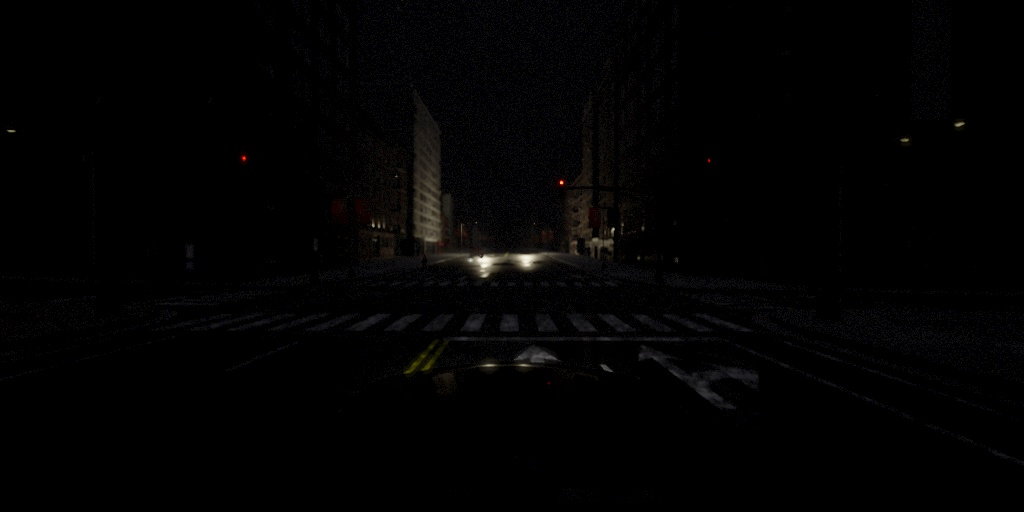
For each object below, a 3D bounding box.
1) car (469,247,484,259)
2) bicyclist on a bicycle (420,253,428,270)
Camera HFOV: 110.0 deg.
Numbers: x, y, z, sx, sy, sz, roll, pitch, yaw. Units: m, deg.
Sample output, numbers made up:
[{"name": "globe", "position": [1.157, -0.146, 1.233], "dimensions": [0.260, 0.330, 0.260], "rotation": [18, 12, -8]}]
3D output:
[{"name": "car", "position": [-6.279, -0.608, 64.239], "dimensions": [2.150, 2.045, 5.566], "rotation": [0, 2, 0]}, {"name": "bicyclist on a bicycle", "position": [-8.668, 0.532, 35.414], "dimensions": [0.866, 1.612, 1.509], "rotation": [0, 2, 0]}]
